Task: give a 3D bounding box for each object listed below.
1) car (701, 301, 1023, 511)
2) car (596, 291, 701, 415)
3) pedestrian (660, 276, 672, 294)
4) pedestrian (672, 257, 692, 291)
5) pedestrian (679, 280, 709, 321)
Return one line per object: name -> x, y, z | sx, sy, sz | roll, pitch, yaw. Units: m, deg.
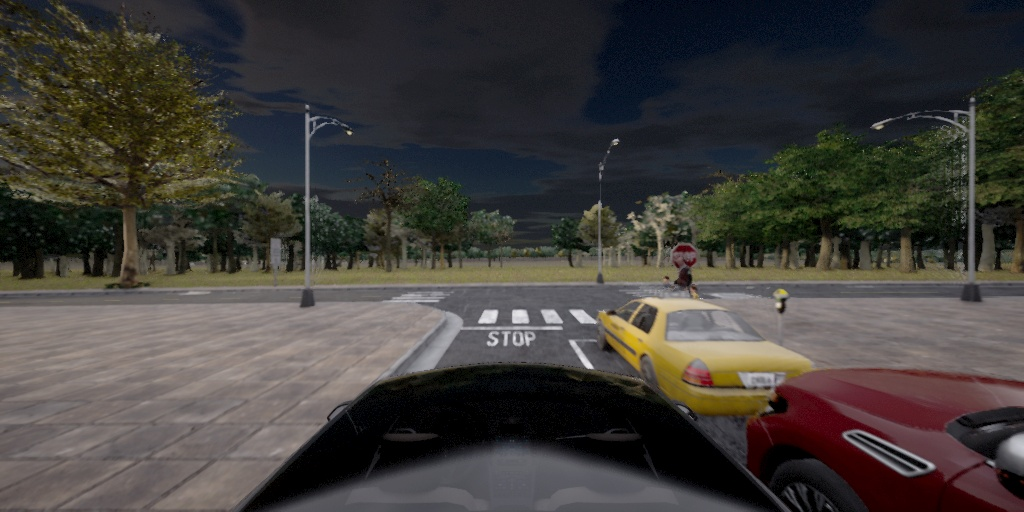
car -> 2.637, 1.071, 0.383 | 2.192, 1.841, 5.009 | 0, 0, 0
car -> 2.636, 1.257, 6.099 | 1.751, 1.417, 4.829 | 0, 0, 0
pedestrian -> 4.626, 1.132, 10.557 | 0.375, 1.300, 0.375 | 0, 0, 0
pedestrian -> 4.776, 0.854, 9.957 | 0.375, 1.860, 0.375 | 0, 0, 0
pedestrian -> 4.723, 1.238, 9.212 | 0.500, 1.100, 0.500 | 0, 0, 0
